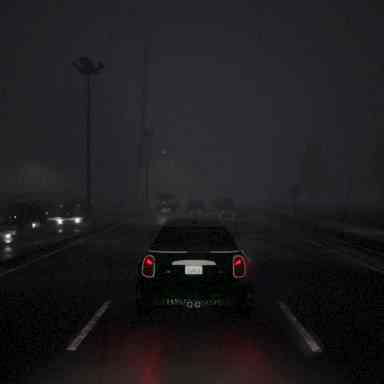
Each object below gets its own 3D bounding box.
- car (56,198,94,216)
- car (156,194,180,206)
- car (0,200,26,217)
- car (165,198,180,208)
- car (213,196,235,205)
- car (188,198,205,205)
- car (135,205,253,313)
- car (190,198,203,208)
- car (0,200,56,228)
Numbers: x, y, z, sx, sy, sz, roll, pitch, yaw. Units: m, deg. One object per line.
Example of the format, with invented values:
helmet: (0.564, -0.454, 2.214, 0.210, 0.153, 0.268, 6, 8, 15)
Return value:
car: (-11.116, 1.352, 32.051, 2.097, 1.767, 4.553, 0, 0, 1)
car: (-3.011, 1.221, 39.594, 2.150, 2.045, 5.566, 0, 0, 1)
car: (-18.116, 1.526, 32.114, 1.812, 1.442, 4.674, 0, 0, 1)
car: (-2.883, 1.564, 50.185, 1.994, 1.385, 4.181, 0, 0, 1)
car: (4.006, 1.352, 40.178, 2.097, 1.767, 4.553, 0, 0, 1)
car: (0.506, 1.491, 40.206, 2.128, 1.511, 4.902, 0, 0, 1)
car: (0.060, 1.352, 7.812, 2.097, 1.767, 4.553, 0, 0, 1)
car: (0.629, 1.601, 50.548, 1.895, 1.301, 4.718, 0, 0, 1)
car: (-11.252, 1.492, 21.915, 2.128, 1.511, 4.902, 0, 0, 1)
